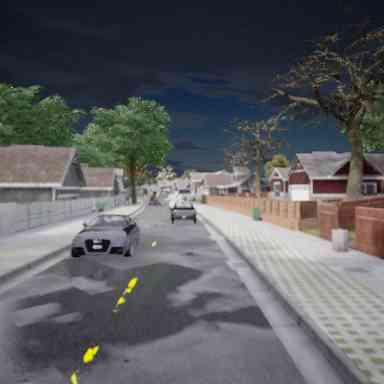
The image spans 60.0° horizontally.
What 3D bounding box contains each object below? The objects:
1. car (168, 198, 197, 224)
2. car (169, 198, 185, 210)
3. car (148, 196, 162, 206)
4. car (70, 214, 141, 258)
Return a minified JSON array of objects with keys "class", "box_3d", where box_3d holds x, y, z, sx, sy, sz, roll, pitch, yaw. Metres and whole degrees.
[{"class":"car","box_3d":[-0.660,1.482,24.945,2.128,1.511,4.902,0,0,-3]},{"class":"car","box_3d":[-2.001,1.520,42.937,1.812,1.442,4.674,0,0,-5]},{"class":"car","box_3d":[-6.180,1.412,55.506,2.097,1.767,4.553,0,0,-7]},{"class":"car","box_3d":[-3.087,1.560,12.644,1.994,1.385,4.181,0,0,-2]}]
